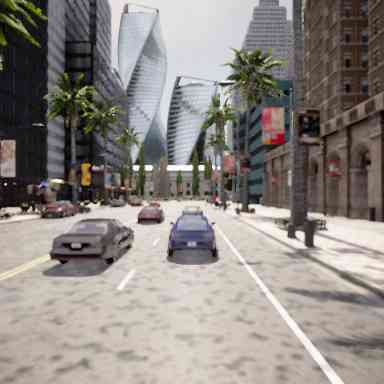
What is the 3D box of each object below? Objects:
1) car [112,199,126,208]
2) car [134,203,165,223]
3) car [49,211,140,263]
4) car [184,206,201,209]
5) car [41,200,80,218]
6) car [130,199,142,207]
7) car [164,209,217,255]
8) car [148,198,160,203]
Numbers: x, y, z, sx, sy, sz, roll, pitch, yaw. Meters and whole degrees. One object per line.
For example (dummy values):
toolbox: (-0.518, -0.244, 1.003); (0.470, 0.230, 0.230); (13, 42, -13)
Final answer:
car: (-13.926, 2.159, 63.517); (2.231, 1.521, 4.892); (0, -1, -1)
car: (-3.462, 1.870, 28.511); (1.994, 1.385, 4.181); (0, -1, 0)
car: (-3.489, 1.683, 12.525); (2.033, 1.411, 5.357); (0, -1, 0)
car: (0.035, 1.842, 27.487); (2.033, 1.411, 5.357); (0, -1, 0)
car: (-13.619, 1.720, 34.147); (2.185, 1.767, 4.553); (0, -1, -1)
car: (-10.872, 2.172, 65.067); (1.882, 1.535, 5.008); (0, 0, 0)
car: (0.023, 1.675, 13.895); (1.812, 1.442, 4.674); (0, 0, 1)
car: (-7.373, 2.049, 65.176); (2.097, 1.767, 4.553); (0, -1, 0)
